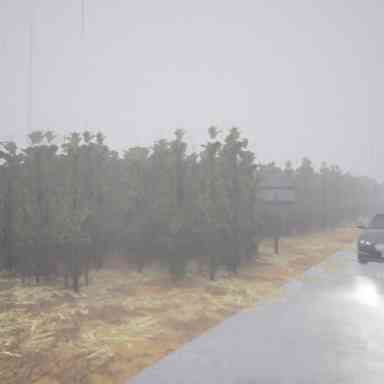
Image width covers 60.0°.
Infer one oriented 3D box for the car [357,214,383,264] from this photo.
[{"bbox_3d":[6.850,1.489,11.148,2.128,1.511,4.902,0,0,36],"label":"car"}]
